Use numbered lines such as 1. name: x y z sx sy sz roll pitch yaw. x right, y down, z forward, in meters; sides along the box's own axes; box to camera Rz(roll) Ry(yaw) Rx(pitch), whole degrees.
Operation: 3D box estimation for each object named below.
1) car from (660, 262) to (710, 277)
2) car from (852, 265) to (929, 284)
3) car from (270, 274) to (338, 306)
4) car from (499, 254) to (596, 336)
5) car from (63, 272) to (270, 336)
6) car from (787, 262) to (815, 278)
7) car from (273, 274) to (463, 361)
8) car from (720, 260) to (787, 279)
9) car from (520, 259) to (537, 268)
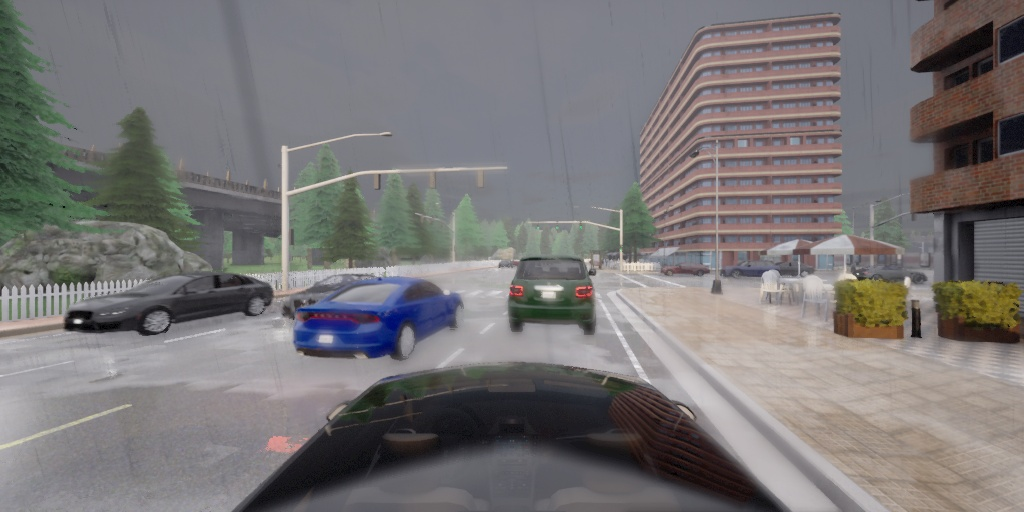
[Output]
1. car: 17.680 1.331 36.783 4.674 1.442 1.812 0 0 12
2. car: 28.809 1.369 27.464 4.181 1.385 1.994 0 0 10
3. car: -5.676 1.314 12.384 1.994 1.385 4.181 0 0 10
4. car: 1.315 0.972 10.705 2.150 2.045 5.566 0 0 10
5. car: -9.542 1.255 10.612 1.837 1.490 4.892 0 0 10
6. car: 26.595 1.310 35.116 4.892 1.490 1.837 0 0 10
7. car: -2.658 1.228 8.422 1.882 1.535 5.008 0 0 10
8. car: 21.500 1.157 32.476 4.553 1.767 2.097 0 0 10
9. car: 2.842 1.241 60.650 2.128 1.511 4.902 0 0 10
